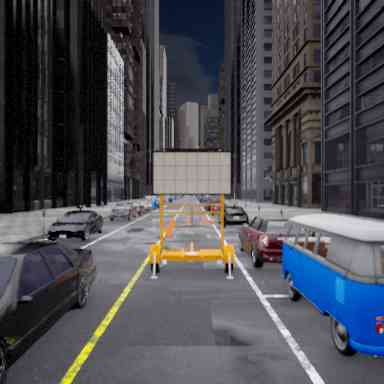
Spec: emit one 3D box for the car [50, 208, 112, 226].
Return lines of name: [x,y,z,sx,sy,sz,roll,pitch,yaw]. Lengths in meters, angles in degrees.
car: [-5.758,1.616,17.007,1.947,1.339,4.313,0,0,0]

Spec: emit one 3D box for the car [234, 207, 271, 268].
car: [2.766,1.473,11.410,1.967,1.590,4.097,0,0,0]

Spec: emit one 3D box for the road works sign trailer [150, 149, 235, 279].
road works sign trailer: [0.002,0.494,10.138,2.380,3.560,2.880,0,0,0]

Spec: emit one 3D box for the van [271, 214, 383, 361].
van: [2.765,1.358,5.801,1.690,1.788,3.998,0,0,0]

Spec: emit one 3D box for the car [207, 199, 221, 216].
car: [2.771,1.688,33.846,1.802,1.307,4.206,0,0,0]

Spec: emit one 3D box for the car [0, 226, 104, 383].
car: [-2.998,1.562,5.154,2.033,1.411,5.357,0,0,0]

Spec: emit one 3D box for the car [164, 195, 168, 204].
car: [-5.749,1.500,56.273,2.192,1.841,5.009,0,0,0]

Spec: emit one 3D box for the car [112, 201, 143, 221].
car: [-5.755,1.637,28.226,2.008,1.369,4.403,0,0,0]

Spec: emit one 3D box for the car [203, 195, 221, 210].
car: [2.772,1.440,39.456,2.192,1.841,5.009,0,0,0]

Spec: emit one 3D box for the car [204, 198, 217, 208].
car: [2.775,1.691,50.844,1.752,1.417,4.829,0,0,0]

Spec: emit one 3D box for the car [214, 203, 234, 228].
car: [2.769,1.634,22.628,1.947,1.339,4.313,0,0,0]

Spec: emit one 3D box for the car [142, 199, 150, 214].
car: [-5.754,1.687,33.835,1.802,1.307,4.206,0,0,0]

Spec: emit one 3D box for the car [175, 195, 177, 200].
car: [-5.742,1.861,89.929,2.008,1.369,4.403,0,0,0]

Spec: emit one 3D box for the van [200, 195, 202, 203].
van: [2.777,1.547,61.892,1.690,1.788,3.998,0,0,0]

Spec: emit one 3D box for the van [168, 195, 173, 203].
van: [-5.745,1.588,73.102,1.690,1.788,3.998,0,0,0]

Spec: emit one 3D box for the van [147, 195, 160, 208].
van: [-5.752,1.486,45.055,1.690,1.788,3.998,0,0,0]

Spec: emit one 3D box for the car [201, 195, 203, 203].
car: [2.774,1.460,45.065,2.192,1.841,5.009,0,0,0]

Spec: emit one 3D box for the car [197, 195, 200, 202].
car: [2.780,1.562,73.110,2.192,1.841,5.009,0,0,0]

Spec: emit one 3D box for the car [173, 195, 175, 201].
car: [-5.744,1.583,78.711,2.192,1.841,5.009,0,0,0]

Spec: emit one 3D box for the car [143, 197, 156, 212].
car: [-5.753,1.650,39.275,1.752,1.417,4.829,0,0,0]
